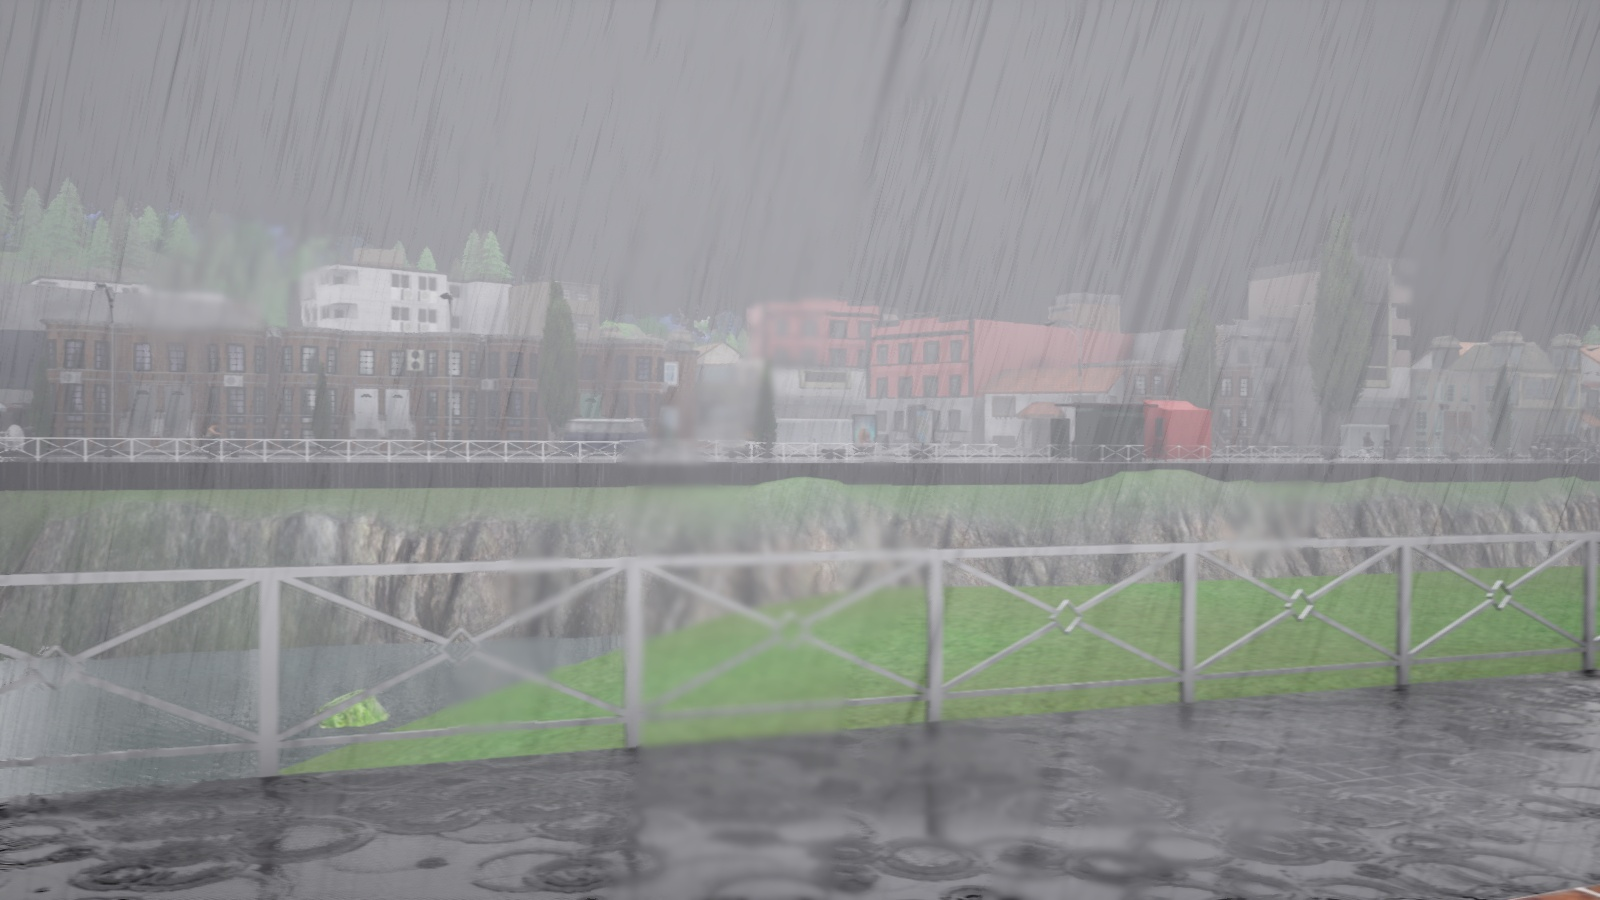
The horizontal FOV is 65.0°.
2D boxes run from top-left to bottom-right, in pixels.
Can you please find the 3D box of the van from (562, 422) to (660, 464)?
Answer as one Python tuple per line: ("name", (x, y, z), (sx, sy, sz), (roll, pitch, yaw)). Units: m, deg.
("van", (-9.318, -0.356, 61.941), (4.442, 1.987, 1.775), (-1, 1, -21))
